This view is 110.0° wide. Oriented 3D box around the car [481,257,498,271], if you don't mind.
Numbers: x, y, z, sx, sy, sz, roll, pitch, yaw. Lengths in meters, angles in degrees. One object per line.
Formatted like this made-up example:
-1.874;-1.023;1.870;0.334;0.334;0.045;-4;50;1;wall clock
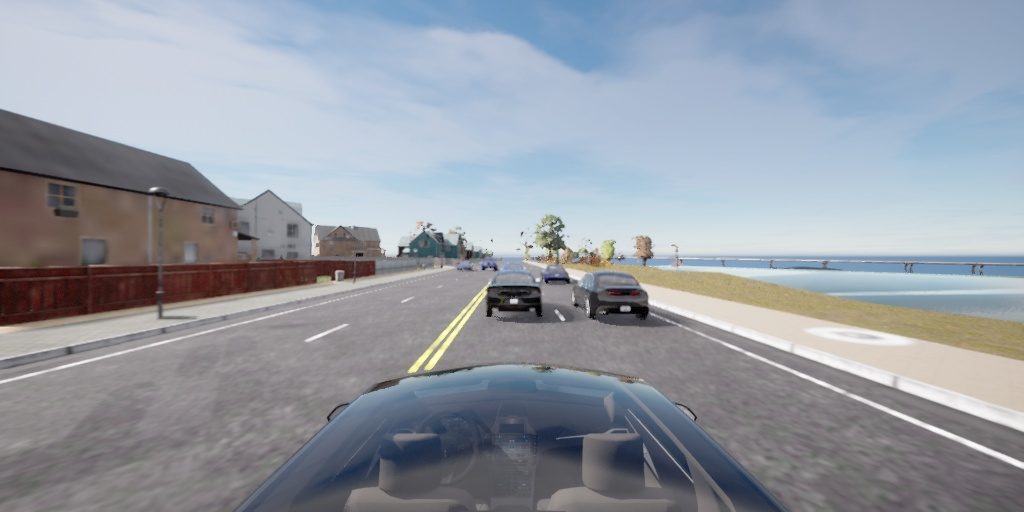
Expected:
-3.283;1.131;52.746;2.150;2.045;5.566;0;0;0;car

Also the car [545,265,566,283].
3.336;1.387;28.426;1.994;1.385;4.181;0;0;0;car

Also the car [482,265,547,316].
0.077;1.258;13.530;1.882;1.535;5.008;0;0;0;car

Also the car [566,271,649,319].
3.326;1.285;12.869;1.837;1.490;4.892;0;0;0;car

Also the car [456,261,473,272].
-6.546;1.424;50.412;1.812;1.442;4.674;0;0;0;car

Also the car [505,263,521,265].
0.090;1.304;29.315;1.882;1.535;5.008;0;0;0;car
